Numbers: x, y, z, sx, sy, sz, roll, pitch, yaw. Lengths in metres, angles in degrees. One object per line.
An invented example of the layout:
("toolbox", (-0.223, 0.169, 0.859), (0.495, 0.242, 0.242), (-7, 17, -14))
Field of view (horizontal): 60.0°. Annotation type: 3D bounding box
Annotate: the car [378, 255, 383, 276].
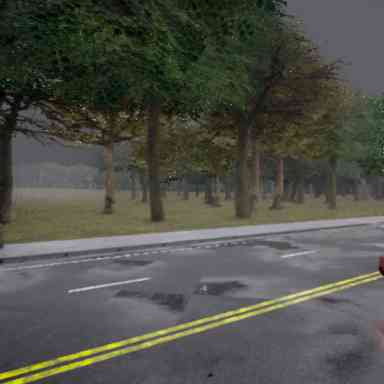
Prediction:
("car", (6.632, 1.657, 8.162), (4.718, 1.301, 1.895), (0, 0, -35))
